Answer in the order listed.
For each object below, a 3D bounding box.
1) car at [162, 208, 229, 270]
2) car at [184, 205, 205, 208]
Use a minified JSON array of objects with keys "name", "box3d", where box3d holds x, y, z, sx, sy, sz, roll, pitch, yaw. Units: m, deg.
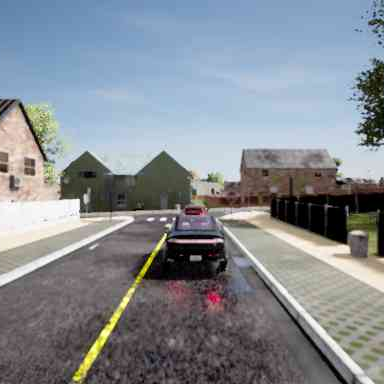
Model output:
[{"name":"car","box3d":[0.100,1.497,11.028,2.128,1.511,4.902,0,0,0]},{"name":"car","box3d":[0.146,1.538,21.668,1.812,1.442,4.674,0,0,2]}]
